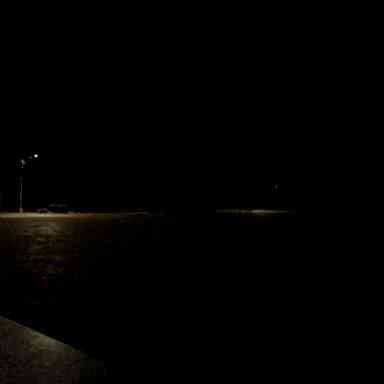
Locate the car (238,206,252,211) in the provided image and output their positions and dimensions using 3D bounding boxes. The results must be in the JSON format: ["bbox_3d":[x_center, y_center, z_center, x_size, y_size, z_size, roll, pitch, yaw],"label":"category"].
[{"bbox_3d":[13.545,4.252,84.389,1.895,1.301,4.718,0,-2,35],"label":"car"}]

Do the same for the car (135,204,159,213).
[{"bbox_3d":[-7.912,2.878,59.096,1.882,1.535,5.008,0,-3,36],"label":"car"}]

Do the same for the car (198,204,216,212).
[{"bbox_3d":[3.293,3.323,69.986,2.097,1.767,4.553,0,-2,35],"label":"car"}]

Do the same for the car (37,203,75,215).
[{"bbox_3d":[-18.181,2.225,44.718,1.882,1.535,5.008,0,-2,35],"label":"car"}]
